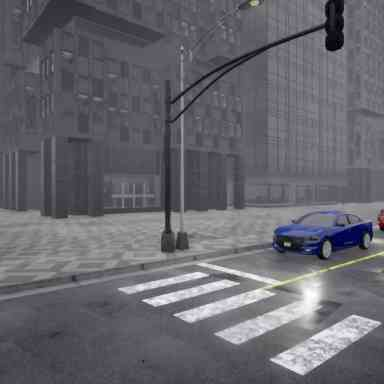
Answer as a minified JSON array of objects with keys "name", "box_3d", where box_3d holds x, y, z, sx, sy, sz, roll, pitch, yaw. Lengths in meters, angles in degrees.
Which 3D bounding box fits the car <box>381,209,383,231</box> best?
[{"name":"car","box_3d":[12.773,1.200,19.135,5.566,2.045,2.150,0,0,-40]}]

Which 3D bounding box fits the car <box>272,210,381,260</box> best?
[{"name":"car","box_3d":[5.075,1.467,12.665,5.008,1.535,1.882,0,0,-40]}]
